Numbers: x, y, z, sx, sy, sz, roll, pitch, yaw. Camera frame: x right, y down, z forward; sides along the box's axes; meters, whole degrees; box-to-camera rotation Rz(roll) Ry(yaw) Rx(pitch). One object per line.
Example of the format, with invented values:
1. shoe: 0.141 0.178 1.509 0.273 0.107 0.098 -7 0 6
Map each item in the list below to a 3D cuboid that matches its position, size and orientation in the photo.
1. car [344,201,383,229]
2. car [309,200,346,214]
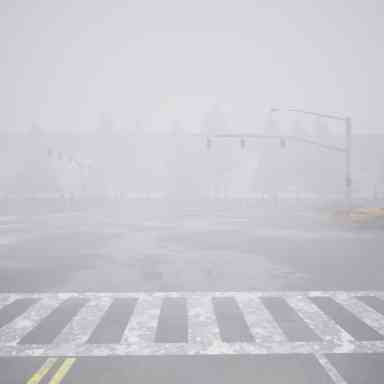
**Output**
1. car: 12.808 1.477 21.228 5.008 1.535 1.882 0 0 -2
2. car: 15.408 1.547 35.515 5.357 1.411 2.033 0 0 -2
